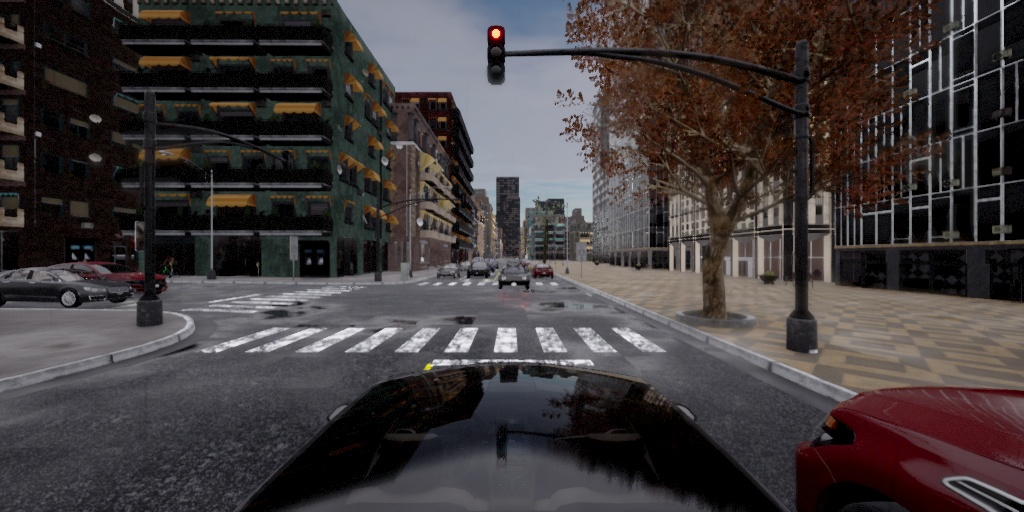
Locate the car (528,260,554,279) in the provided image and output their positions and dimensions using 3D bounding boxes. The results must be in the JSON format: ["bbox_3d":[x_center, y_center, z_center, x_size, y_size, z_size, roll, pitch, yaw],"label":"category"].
[{"bbox_3d":[2.732,1.301,32.381,1.888,1.381,4.507,0,0,0],"label":"car"}]

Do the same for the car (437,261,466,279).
[{"bbox_3d":[-5.648,1.306,32.392,2.007,1.370,4.403,0,0,0],"label":"car"}]

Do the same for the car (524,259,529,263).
[{"bbox_3d":[2.747,1.289,43.616,1.751,1.417,4.829,0,0,0],"label":"car"}]

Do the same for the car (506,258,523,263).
[{"bbox_3d":[0.168,1.265,52.626,2.128,1.511,4.902,0,0,0],"label":"car"}]

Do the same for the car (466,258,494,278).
[{"bbox_3d":[-3.051,1.234,33.676,1.882,1.535,5.008,0,0,0],"label":"car"}]

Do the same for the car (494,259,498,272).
[{"bbox_3d":[-3.025,1.365,43.700,1.895,1.301,4.718,0,0,0],"label":"car"}]

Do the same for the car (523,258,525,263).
[{"bbox_3d":[2.769,1.363,60.043,1.802,1.307,4.207,0,0,0],"label":"car"}]

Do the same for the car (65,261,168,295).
[{"bbox_3d":[-17.954,0.997,15.567,5.008,1.535,1.882,1,0,0],"label":"car"}]

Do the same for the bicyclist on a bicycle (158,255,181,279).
[{"bbox_3d":[-23.138,0.757,24.260,0.582,1.620,1.656,1,0,-1],"label":"bicyclist on a bicycle"}]

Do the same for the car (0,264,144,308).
[{"bbox_3d":[-16.420,1.089,12.990,4.403,1.370,2.007,0,0,0],"label":"car"}]

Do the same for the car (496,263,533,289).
[{"bbox_3d":[0.128,1.352,23.309,1.895,1.301,4.718,0,0,0],"label":"car"}]
